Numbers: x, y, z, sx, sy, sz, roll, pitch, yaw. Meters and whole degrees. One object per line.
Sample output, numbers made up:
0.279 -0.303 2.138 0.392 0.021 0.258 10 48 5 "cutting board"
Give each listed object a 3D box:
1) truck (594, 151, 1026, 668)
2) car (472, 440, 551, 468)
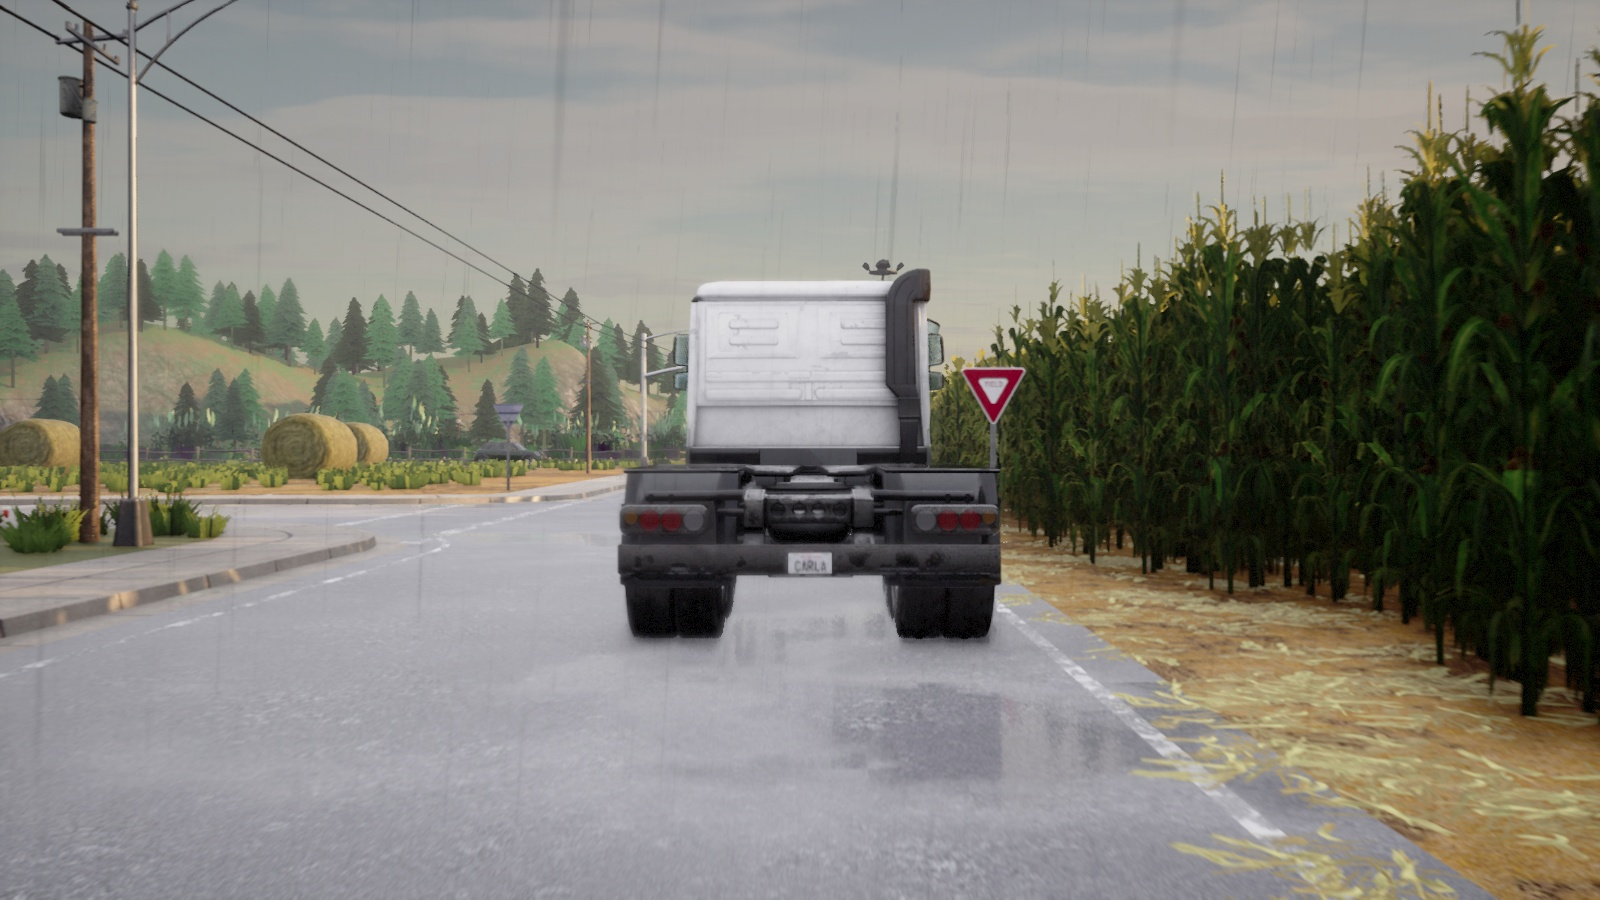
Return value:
0.087 -0.286 12.382 2.891 3.462 7.936 0 0 0 "truck"
-18.577 0.221 80.918 4.553 1.767 2.097 0 0 3 "car"
